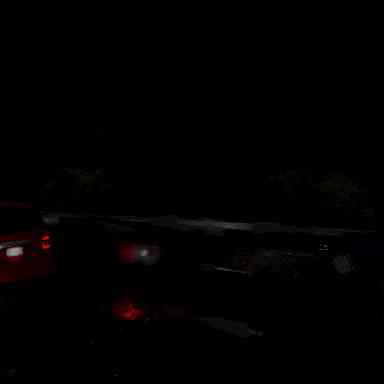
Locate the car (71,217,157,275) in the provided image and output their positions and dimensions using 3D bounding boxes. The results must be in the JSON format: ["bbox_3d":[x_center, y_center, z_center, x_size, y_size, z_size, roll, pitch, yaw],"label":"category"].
[{"bbox_3d":[-3.185,1.515,10.409,4.674,1.442,1.812,0,0,35],"label":"car"}]

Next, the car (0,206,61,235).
[{"bbox_3d":[-9.841,1.585,19.287,4.718,1.301,1.895,0,0,35],"label":"car"}]

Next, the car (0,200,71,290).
[{"bbox_3d":[-5.543,1.216,7.796,5.566,2.045,2.150,0,0,35],"label":"car"}]

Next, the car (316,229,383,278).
[{"bbox_3d":[5.780,1.462,8.382,5.008,1.535,1.882,0,0,36],"label":"car"}]
